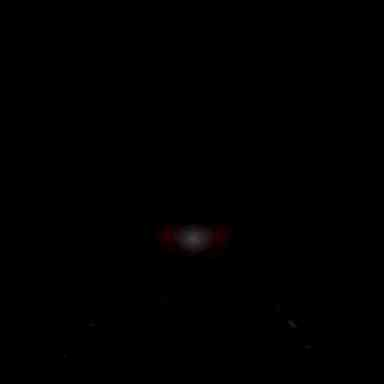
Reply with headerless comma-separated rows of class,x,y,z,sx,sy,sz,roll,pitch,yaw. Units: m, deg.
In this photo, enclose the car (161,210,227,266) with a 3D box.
car,0.153,1.507,12.309,2.097,1.767,4.553,0,-1,3
